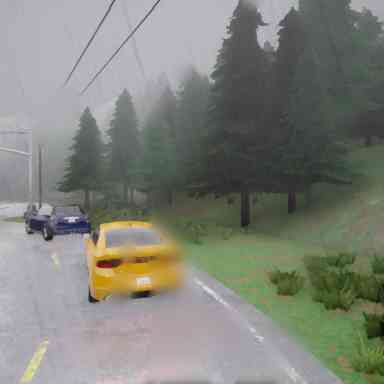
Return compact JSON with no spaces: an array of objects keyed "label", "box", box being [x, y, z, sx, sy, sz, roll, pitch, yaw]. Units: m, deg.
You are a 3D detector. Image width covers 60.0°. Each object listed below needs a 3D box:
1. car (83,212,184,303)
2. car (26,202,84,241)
[{"label":"car","box":[-1.678,1.478,8.441,1.882,1.535,5.008,0,0,-19]},{"label":"car","box":[-6.951,1.352,17.086,2.097,1.767,4.553,0,0,-40]}]
